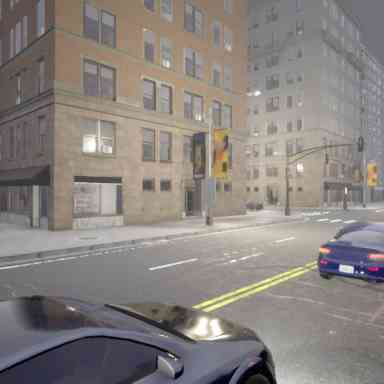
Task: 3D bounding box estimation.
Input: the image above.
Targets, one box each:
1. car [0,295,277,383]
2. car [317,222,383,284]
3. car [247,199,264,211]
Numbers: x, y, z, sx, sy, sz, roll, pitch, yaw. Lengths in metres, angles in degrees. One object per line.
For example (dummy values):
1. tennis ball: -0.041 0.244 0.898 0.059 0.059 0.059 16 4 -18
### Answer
1. car: -1.055 1.564 2.555 1.994 1.385 4.181 0 0 43
2. car: 4.972 1.527 8.993 1.812 1.442 4.674 0 0 43
3. car: 6.456 1.549 39.995 4.181 1.385 1.994 0 0 43
